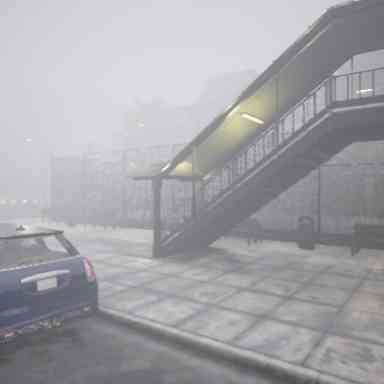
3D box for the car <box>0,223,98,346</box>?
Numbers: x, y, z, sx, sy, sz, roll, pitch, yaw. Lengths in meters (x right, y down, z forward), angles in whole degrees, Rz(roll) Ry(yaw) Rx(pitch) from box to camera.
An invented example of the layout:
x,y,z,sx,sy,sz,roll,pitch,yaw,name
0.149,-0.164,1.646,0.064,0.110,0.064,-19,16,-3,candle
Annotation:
x,y,z,sx,sy,sz,roll,pitch,yaw,name
-3.833,1.352,6.043,4.553,1.767,2.185,0,0,35,car
